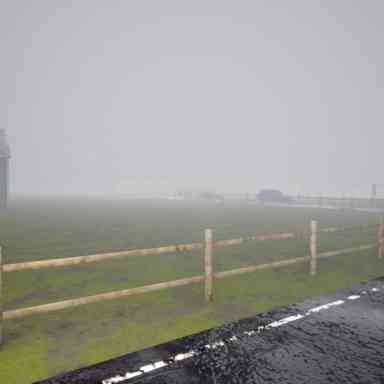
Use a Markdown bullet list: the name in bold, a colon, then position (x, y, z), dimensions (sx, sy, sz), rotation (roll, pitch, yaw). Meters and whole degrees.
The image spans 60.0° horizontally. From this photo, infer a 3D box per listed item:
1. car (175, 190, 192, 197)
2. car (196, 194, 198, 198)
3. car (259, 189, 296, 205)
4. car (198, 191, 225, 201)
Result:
- **car**: position (-1.814, 0.362, 71.802), dimensions (1.837, 1.490, 4.892), rotation (0, 1, -36)
- **car**: position (2.751, 0.597, 65.460), dimensions (1.837, 1.490, 4.892), rotation (0, 1, -35)
- **car**: position (11.844, 0.672, 46.471), dimensions (2.150, 2.045, 5.566), rotation (0, 1, -35)
- **car**: position (3.705, 0.675, 57.910), dimensions (1.882, 1.535, 5.008), rotation (0, 1, -35)
